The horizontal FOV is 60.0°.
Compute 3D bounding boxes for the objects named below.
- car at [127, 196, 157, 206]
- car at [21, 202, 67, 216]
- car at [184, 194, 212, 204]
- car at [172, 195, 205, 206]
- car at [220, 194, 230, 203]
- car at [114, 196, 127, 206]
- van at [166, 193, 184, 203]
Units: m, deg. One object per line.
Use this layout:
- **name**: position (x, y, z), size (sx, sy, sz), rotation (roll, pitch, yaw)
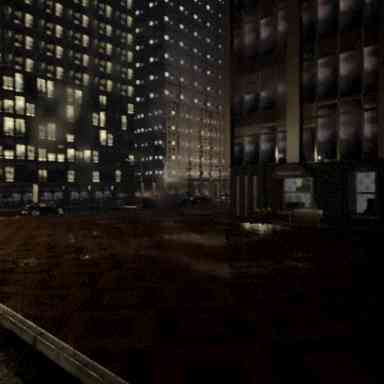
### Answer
- **car**: position (-7.580, 1.482, 52.218), size (1.994, 1.385, 4.181), rotation (1, 1, 42)
- **car**: position (-15.313, 1.714, 34.625), size (2.008, 1.369, 4.403), rotation (0, 1, 42)
- **car**: position (1.475, 1.338, 57.753), size (2.128, 1.511, 4.902), rotation (1, 1, 42)
- **car**: position (-0.448, 1.499, 51.606), size (1.947, 1.339, 4.313), rotation (0, 1, 42)
- **car**: position (7.361, 1.107, 64.468), size (2.097, 1.767, 4.553), rotation (1, 1, 42)
- **car**: position (-10.458, 1.346, 52.943), size (1.967, 1.590, 4.097), rotation (0, 1, 42)
- **van**: position (-2.980, 1.132, 61.389), size (1.690, 1.788, 3.998), rotation (0, 1, 42)
